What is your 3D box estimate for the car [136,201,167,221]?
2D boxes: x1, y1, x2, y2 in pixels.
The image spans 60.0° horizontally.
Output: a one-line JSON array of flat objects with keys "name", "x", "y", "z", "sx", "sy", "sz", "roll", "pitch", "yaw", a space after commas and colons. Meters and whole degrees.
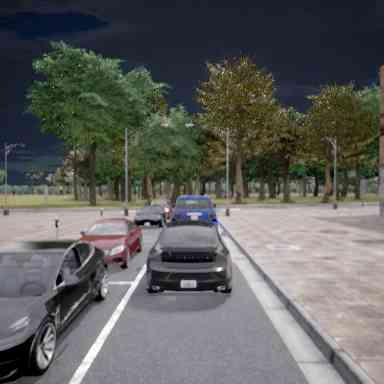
[{"name": "car", "x": -2.650, "y": 1.518, "z": 21.850, "sx": 1.947, "sy": 1.339, "sz": 4.313, "roll": -1, "pitch": 0, "yaw": 0}]

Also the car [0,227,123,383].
[{"name": "car", "x": -2.649, "y": 1.553, "z": 5.545, "sx": 1.947, "sy": 1.339, "sz": 4.313, "roll": -1, "pitch": 0, "yaw": 0}]

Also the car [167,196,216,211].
[{"name": "car", "x": 0.096, "y": 1.185, "z": 17.046, "sx": 2.150, "sy": 2.045, "sz": 5.566, "roll": 0, "pitch": 0, "yaw": 0}]

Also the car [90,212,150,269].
[{"name": "car", "x": -2.649, "y": 1.557, "z": 10.980, "sx": 1.802, "sy": 1.307, "sz": 4.206, "roll": -1, "pitch": 0, "yaw": 0}]

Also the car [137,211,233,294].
[{"name": "car", "x": -0.043, "y": 1.485, "z": 8.717, "sx": 1.837, "sy": 1.490, "sz": 4.892, "roll": 0, "pitch": 0, "yaw": 1}]

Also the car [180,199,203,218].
[{"name": "car", "x": -0.162, "y": 1.437, "z": 30.681, "sx": 1.837, "sy": 1.490, "sz": 4.892, "roll": 0, "pitch": 0, "yaw": -3}]
